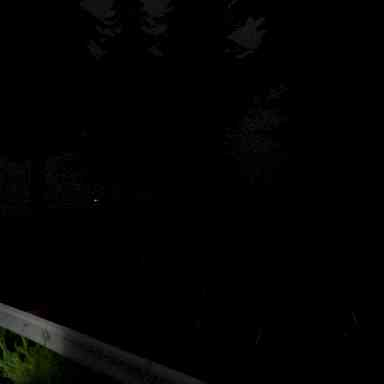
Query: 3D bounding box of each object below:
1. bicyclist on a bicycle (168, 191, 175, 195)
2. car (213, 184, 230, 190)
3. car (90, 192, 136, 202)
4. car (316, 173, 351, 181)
[{"bbox_3d":[-1.821,0.338,28.554,0.582,1.620,1.656,1,4,-28],"label":"bicyclist on a bicycle"},{"bbox_3d":[2.455,-0.039,36.933,5.008,1.535,1.882,-4,1,-10],"label":"car"},{"bbox_3d":[-7.739,0.688,32.686,4.553,1.767,2.097,-5,2,-29],"label":"car"},{"bbox_3d":[15.326,-1.167,36.781,4.553,1.767,2.097,-5,-1,16],"label":"car"}]
